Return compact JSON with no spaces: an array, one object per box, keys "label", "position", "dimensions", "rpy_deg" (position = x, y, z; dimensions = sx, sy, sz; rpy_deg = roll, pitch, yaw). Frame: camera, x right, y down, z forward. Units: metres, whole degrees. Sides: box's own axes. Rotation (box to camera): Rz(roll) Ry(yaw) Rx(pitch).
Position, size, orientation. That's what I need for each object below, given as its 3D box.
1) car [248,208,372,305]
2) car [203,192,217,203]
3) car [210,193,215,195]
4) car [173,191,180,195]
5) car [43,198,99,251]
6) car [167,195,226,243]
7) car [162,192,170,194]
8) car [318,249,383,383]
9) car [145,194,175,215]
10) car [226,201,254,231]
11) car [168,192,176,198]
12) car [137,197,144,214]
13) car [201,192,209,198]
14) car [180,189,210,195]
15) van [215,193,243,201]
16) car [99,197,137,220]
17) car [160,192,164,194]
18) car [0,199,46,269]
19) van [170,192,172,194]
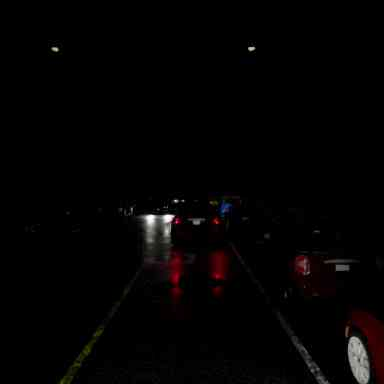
[{"label":"car","position":[2.723,1.368,7.919],"dimensions":[1.967,1.590,4.097],"rpy_deg":[0,1,0]},{"label":"car","position":[3.084,0.870,58.665],"dimensions":[2.192,1.841,5.009],"rpy_deg":[0,0,0]},{"label":"car","position":[2.965,1.191,41.959],"dimensions":[1.752,1.417,4.829],"rpy_deg":[0,0,2]},{"label":"car","position":[-2.493,0.913,71.246],"dimensions":[1.882,1.535,5.008],"rpy_deg":[0,0,0]},{"label":"car","position":[-5.762,1.192,13.631],"dimensions":[2.192,1.841,5.009],"rpy_deg":[0,1,0]},{"label":"car","position":[0.204,1.216,15.285],"dimensions":[2.097,1.767,4.553],"rpy_deg":[0,0,0]},{"label":"car","position":[-5.443,1.080,58.578],"dimensions":[1.752,1.417,4.829],"rpy_deg":[0,0,0]},{"label":"car","position":[2.683,1.523,2.282],"dimensions":[1.887,1.381,4.507],"rpy_deg":[0,1,0]},{"label":"car","position":[-2.880,1.245,30.839],"dimensions":[1.837,1.490,4.892],"rpy_deg":[0,0,0]},{"label":"car","position":[2.803,1.396,19.198],"dimensions":[1.947,1.339,4.313],"rpy_deg":[0,0,0]},{"label":"car","position":[-5.240,0.771,86.948],"dimensions":[1.967,1.590,4.097],"rpy_deg":[0,0,0]},{"label":"car","position":[-5.642,1.182,30.549],"dimensions":[1.967,1.590,4.097],"rpy_deg":[0,0,0]},{"label":"car","position":[3.286,0.772,86.862],"dimensions":[1.967,1.590,4.097],"rpy_deg":[0,0,0]},{"label":"car","position":[0.321,0.957,31.358],"dimensions":[2.150,2.045,5.566],"rpy_deg":[0,0,0]},{"label":"van","position":[2.842,1.127,24.834],"dimensions":[1.690,1.788,3.998],"rpy_deg":[0,0,0]},{"label":"car","position":[-5.682,1.224,24.911],"dimensions":[1.967,1.590,4.097],"rpy_deg":[0,0,0]},{"label":"car","position":[-5.530,1.154,47.265],"dimensions":[1.752,1.417,4.829],"rpy_deg":[0,0,2]},{"label":"car","position":[-5.802,1.242,7.993],"dimensions":[2.192,1.841,5.009],"rpy_deg":[0,1,0]},{"label":"van","position":[-5.401,0.855,64.388],"dimensions":[1.690,1.788,3.998],"rpy_deg":[0,0,0]}]
